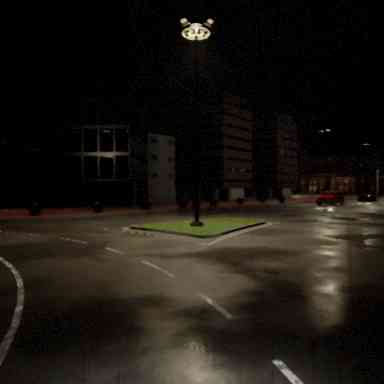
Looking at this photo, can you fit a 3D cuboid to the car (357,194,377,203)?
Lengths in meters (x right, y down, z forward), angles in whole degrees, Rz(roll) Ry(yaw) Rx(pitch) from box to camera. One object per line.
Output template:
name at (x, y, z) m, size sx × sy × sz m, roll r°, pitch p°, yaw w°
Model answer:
car at (30.025, 1.060, 56.922) m, size 2.033 × 1.411 × 5.357 m, roll 0°, pitch 1°, yaw 43°

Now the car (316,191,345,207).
car at (18.785, 0.860, 45.024) m, size 2.150 × 2.045 × 5.566 m, roll 0°, pitch 0°, yaw 44°
